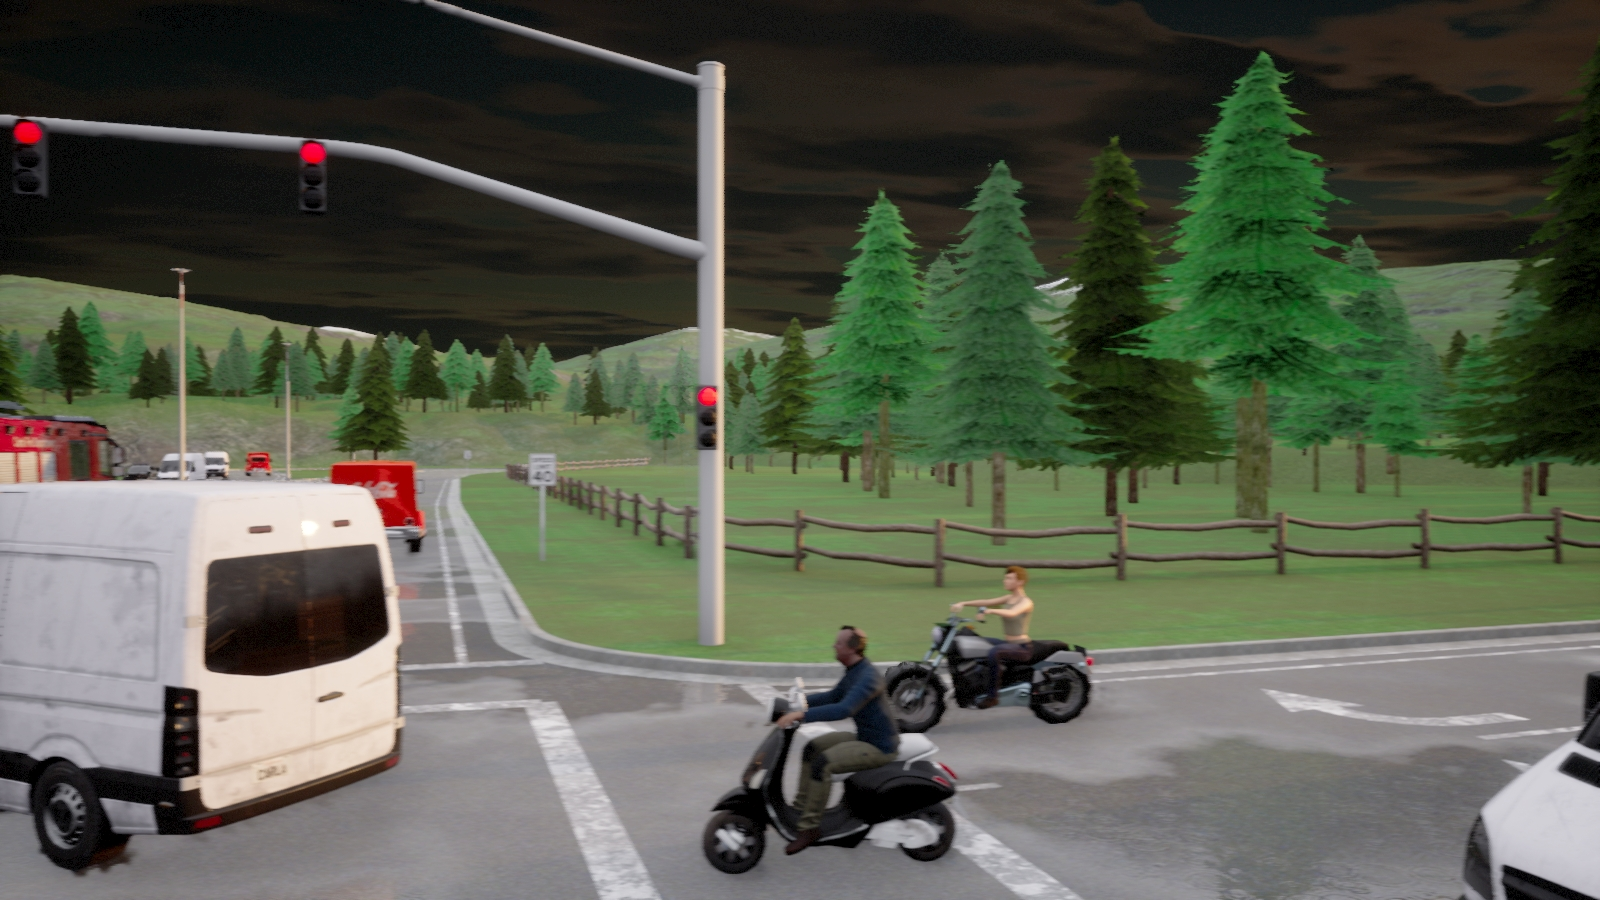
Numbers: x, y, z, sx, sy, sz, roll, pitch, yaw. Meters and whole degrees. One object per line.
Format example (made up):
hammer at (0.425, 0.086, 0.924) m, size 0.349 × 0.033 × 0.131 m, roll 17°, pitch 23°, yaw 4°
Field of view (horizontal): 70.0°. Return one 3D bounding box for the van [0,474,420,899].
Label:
van at (-6.046, 1.530, 9.247) m, size 5.915 × 2.561 × 1.988 m, roll 0°, pitch 0°, yaw 25°

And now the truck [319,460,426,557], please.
truck at (-12.036, 1.552, 32.508) m, size 2.627 × 2.467 × 5.204 m, roll 0°, pitch 0°, yaw -18°

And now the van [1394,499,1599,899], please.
van at (5.971, 1.536, 5.445) m, size 5.915 × 2.561 × 1.988 m, roll 0°, pitch 0°, yaw -18°

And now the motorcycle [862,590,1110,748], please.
motorcycle at (1.868, 2.152, 11.492) m, size 2.356 × 1.307 × 0.764 m, roll 0°, pitch 0°, yaw -17°

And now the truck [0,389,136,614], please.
truck at (-16.037, 0.877, 23.082) m, size 2.891 × 3.827 × 8.468 m, roll 0°, pitch 0°, yaw -19°

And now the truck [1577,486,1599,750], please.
truck at (10.305, 1.562, 10.438) m, size 5.204 × 2.467 × 2.627 m, roll 0°, pitch 0°, yaw -17°

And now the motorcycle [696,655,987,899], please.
motorcycle at (0.244, 2.140, 7.668) m, size 1.805 × 1.316 × 0.856 m, roll 0°, pitch 0°, yaw -10°
